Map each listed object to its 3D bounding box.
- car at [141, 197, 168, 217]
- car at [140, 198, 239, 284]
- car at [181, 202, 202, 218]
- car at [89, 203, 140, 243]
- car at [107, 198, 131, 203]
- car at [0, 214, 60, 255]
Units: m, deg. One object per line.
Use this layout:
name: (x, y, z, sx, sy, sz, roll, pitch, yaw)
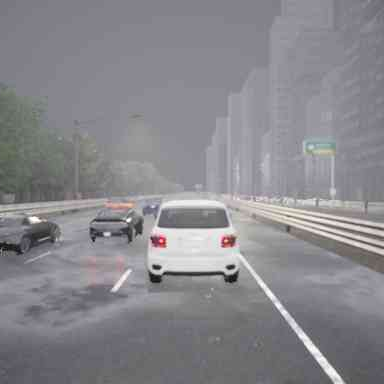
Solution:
car: (-3.564, 1.388, 32.458, 2.097, 1.767, 4.553, 0, 0, 0)
car: (0.028, 1.228, 9.767, 2.150, 2.045, 5.566, 0, 0, 0)
car: (-0.058, 1.635, 31.265, 1.895, 1.301, 4.718, 0, 0, 0)
car: (-3.485, 1.505, 16.062, 2.128, 1.511, 4.902, 0, 0, 0)
car: (-7.064, 1.388, 32.430, 2.097, 1.767, 4.553, 0, 0, 0)
car: (-6.980, 1.574, 13.446, 1.994, 1.385, 4.181, 0, 0, 0)
